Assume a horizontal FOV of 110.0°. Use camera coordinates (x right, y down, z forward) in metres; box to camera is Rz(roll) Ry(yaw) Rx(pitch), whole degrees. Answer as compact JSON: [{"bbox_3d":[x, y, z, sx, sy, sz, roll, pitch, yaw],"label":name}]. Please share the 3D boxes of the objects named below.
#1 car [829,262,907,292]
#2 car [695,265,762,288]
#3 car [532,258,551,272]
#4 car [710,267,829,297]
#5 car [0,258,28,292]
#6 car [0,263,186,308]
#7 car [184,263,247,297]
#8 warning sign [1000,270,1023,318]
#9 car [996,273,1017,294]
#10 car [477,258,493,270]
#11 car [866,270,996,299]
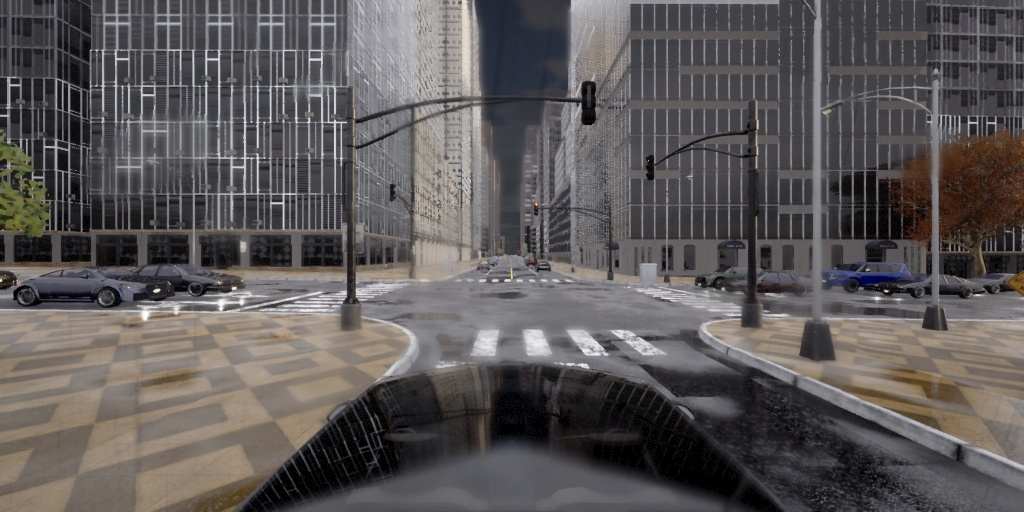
[{"bbox_3d":[24.339,1.433,24.911,5.566,2.045,2.150,1,0,-3],"label":"car"},{"bbox_3d":[14.996,1.396,24.479,4.553,1.767,2.097,1,0,-3],"label":"car"},{"bbox_3d":[3.924,1.329,45.673,1.948,1.339,4.313,0,0,0],"label":"car"},{"bbox_3d":[15.128,1.595,21.230,5.357,1.411,2.033,1,0,-3],"label":"car"},{"bbox_3d":[-25.275,0.816,15.905,4.892,1.490,1.837,1,0,-3],"label":"car"},{"bbox_3d":[-15.079,1.063,13.122,4.181,1.385,1.994,1,0,-3],"label":"car"},{"bbox_3d":[-15.353,1.040,16.397,5.357,1.411,2.033,1,0,0],"label":"car"},{"bbox_3d":[17.274,1.204,11.872,1.060,1.860,1.300,0,0,-3],"label":"warning sign"},{"bbox_3d":[34.567,1.942,25.384,5.357,1.411,2.033,1,0,-3],"label":"car"},{"bbox_3d":[-4.030,1.342,51.165,1.802,1.307,4.207,0,0,0],"label":"car"},{"bbox_3d":[25.187,1.775,21.699,5.357,1.411,2.033,1,0,-3],"label":"car"}]
